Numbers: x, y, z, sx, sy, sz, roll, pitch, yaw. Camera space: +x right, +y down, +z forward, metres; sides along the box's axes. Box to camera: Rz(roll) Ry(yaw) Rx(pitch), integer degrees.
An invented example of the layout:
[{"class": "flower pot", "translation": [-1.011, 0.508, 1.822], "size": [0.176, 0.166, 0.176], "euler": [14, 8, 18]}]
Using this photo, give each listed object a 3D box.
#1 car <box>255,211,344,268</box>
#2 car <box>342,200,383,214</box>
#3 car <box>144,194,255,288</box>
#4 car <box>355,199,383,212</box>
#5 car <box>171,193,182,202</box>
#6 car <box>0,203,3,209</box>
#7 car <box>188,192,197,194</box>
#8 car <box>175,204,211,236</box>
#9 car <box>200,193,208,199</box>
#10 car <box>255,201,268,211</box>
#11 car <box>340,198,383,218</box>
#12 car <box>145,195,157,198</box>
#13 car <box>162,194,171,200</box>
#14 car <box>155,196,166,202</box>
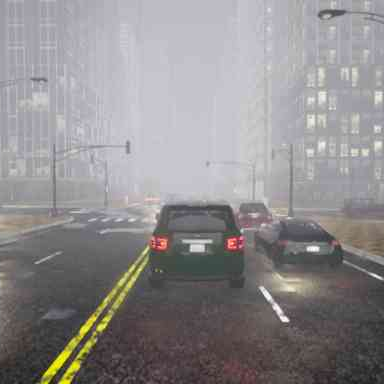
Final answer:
[{"class": "car", "translation": [3.356, 1.545, 11.228], "size": [1.994, 1.385, 4.181], "euler": [0, 0, 0]}, {"class": "car", "translation": [19.467, 1.642, 36.265], "size": [5.357, 1.411, 2.033], "euler": [1, 1, 1]}, {"class": "car", "translation": [0.107, 1.206, 9.295], "size": [2.150, 2.045, 5.566], "euler": [0, 0, 0]}, {"class": "car", "translation": [21.829, 1.596, 38.821], "size": [4.829, 1.417, 1.752], "euler": [1, 1, 1]}, {"class": "car", "translation": [-3.216, 1.212, 70.451], "size": [2.097, 1.767, 4.553], "euler": [0, 0, 0]}, {"class": "car", "translation": [-21.933, 1.380, 33.783], "size": [4.718, 1.301, 1.895], "euler": [1, 1, 1]}, {"class": "car", "translation": [0.040, 1.344, 81.752], "size": [1.812, 1.442, 4.674], "euler": [0, 0, 0]}, {"class": "car", "translation": [0.106, 1.493, 18.978], "size": [1.812, 1.442, 4.674], "euler": [0, 0, 2]}, {"class": "car", "translation": [3.295, 1.110, 91.749], "size": [1.882, 1.535, 5.008], "euler": [0, 0, 0]}, {"class": "car", "translation": [3.360, 1.318, 19.842], "size": [2.097, 1.767, 4.553], "euler": [0, 0, 0]}, {"class": "car", "translation": [16.216, 1.482, 30.537], "size": [5.009, 1.841, 2.192], "euler": [1, 1, 1]}, {"class": "car", "translation": [-6.555, 1.247, 54.583], "size": [2.097, 1.767, 4.553], "euler": [0, 0, 0]}, {"class": "car", "translation": [-6.459, 1.284, 84.932], "size": [1.882, 1.535, 5.008], "euler": [0, 0, 0]}, {"class": "car", "translation": [-6.466, 1.454, 69.422], "size": [1.895, 1.301, 4.718], "euler": [0, 0, 0]}]
